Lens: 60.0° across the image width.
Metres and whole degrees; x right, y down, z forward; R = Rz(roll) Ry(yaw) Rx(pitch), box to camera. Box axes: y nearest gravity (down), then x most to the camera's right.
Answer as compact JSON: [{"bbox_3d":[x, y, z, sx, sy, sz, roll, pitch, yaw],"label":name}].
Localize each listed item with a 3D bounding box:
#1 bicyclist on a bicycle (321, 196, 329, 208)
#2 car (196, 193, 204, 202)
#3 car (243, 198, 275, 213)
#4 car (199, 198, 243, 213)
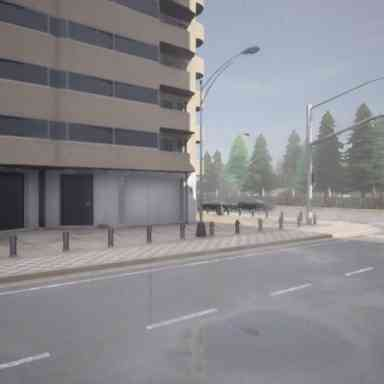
[{"bbox_3d":[17.379,1.340,43.494,1.656,1.620,0.582,0,0,-36],"label":"bicyclist on a bicycle"},{"bbox_3d":[-0.048,1.262,61.101,2.150,2.045,5.566,0,0,-35],"label":"car"},{"bbox_3d":[7.390,1.521,38.569,1.882,1.535,5.008,0,0,-36],"label":"car"},{"bbox_3d":[3.260,1.646,38.311,1.895,1.301,4.718,0,0,-36],"label":"car"}]
